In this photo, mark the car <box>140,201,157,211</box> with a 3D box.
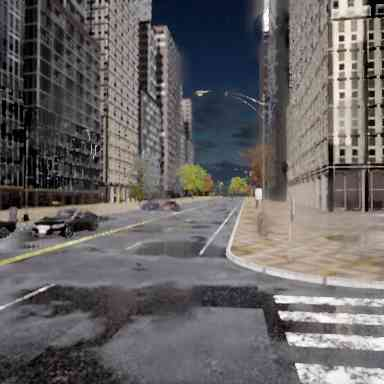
[{"bbox_3d":[-5.668,1.907,46.949,2.033,1.411,5.357,0,0,10],"label":"car"}]

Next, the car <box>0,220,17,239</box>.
[{"bbox_3d":[-10.786,1.789,15.978,1.895,1.301,4.718,0,0,9],"label":"car"}]

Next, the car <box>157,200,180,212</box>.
[{"bbox_3d":[-2.811,1.870,44.346,1.812,1.442,4.674,0,0,10],"label":"car"}]

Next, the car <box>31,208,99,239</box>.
[{"bbox_3d":[-7.013,1.696,18.900,2.128,1.511,4.902,0,0,9],"label":"car"}]
